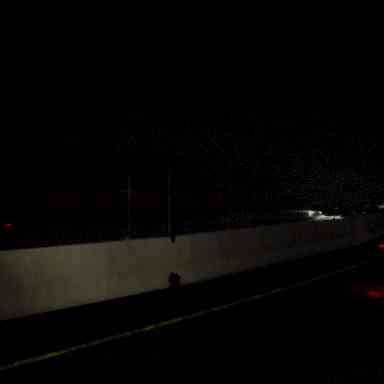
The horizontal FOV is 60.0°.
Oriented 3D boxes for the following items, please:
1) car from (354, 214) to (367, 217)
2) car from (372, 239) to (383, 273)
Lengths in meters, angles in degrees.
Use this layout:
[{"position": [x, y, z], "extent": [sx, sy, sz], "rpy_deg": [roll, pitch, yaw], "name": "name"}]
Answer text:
[{"position": [16.935, 1.751, 32.130], "extent": [1.994, 1.385, 4.181], "rpy_deg": [0, 0, 35], "name": "car"}, {"position": [7.046, 1.628, 9.891], "extent": [4.181, 1.385, 1.994], "rpy_deg": [0, 0, -42], "name": "car"}]
